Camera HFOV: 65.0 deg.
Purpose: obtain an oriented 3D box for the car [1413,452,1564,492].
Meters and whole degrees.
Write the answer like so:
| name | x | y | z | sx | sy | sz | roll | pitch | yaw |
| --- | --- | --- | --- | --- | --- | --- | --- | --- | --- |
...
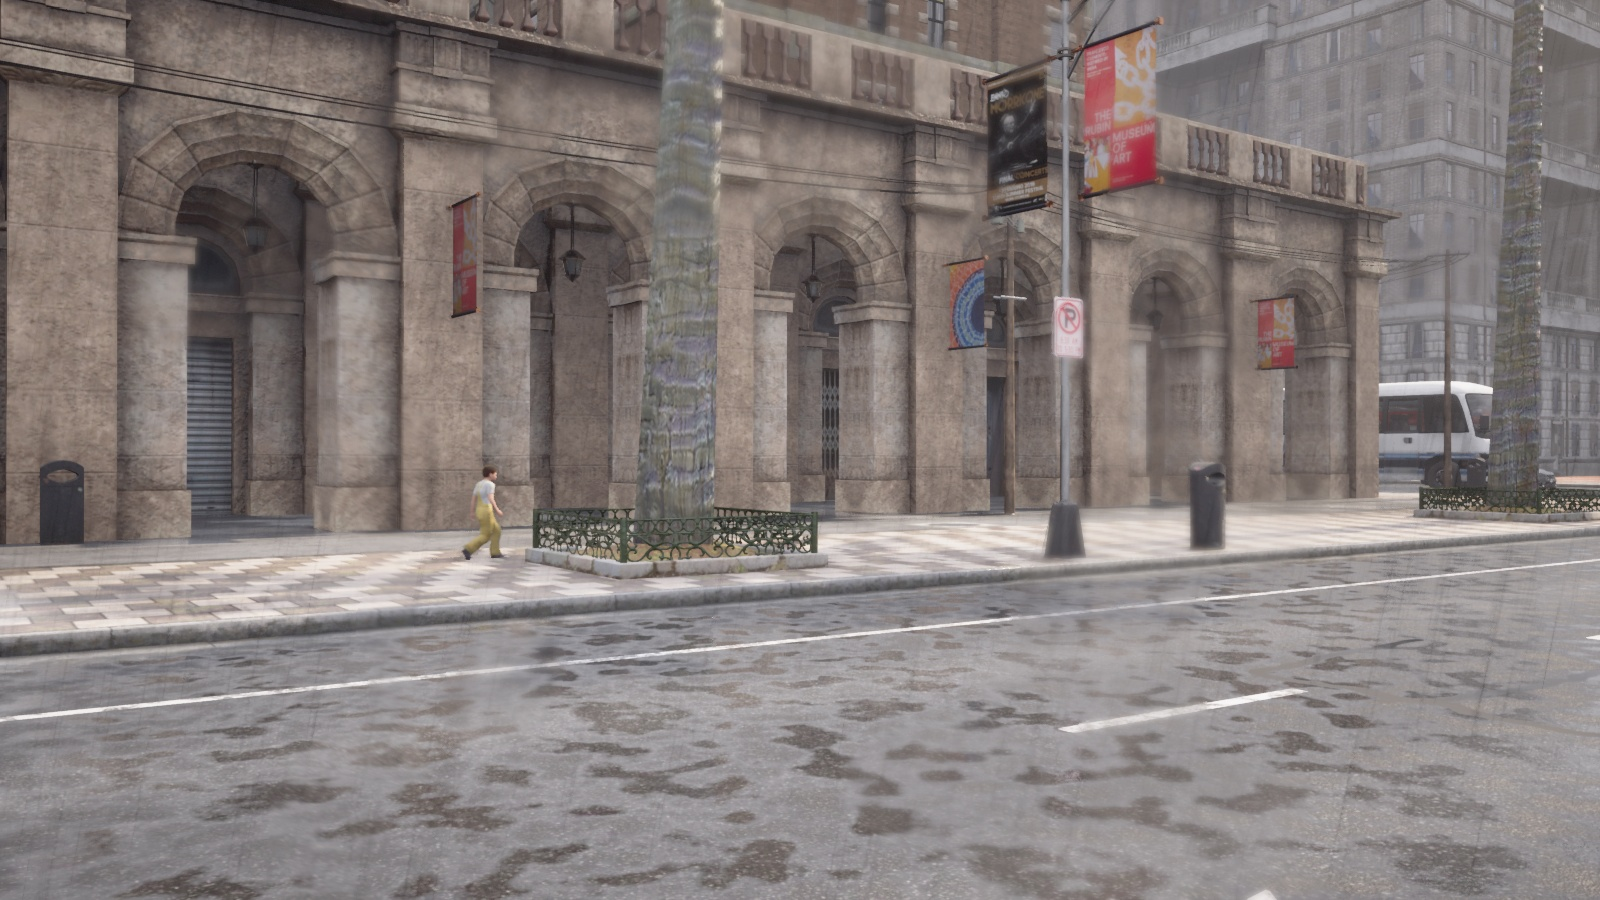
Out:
| name | x | y | z | sx | sy | sz | roll | pitch | yaw |
| --- | --- | --- | --- | --- | --- | --- | --- | --- | --- |
| car | 26.913 | 0.813 | 49.256 | 1.837 | 1.490 | 4.892 | 0 | 0 | -34 |

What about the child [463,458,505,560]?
| name | x | y | z | sx | sy | sz | roll | pitch | yaw |
| --- | --- | --- | --- | --- | --- | --- | --- | --- | --- |
| child | -3.961 | 0.728 | 15.723 | 0.437 | 1.263 | 0.270 | 0 | 0 | -36 |

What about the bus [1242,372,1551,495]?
| name | x | y | z | sx | sy | sz | roll | pitch | yaw |
| --- | --- | --- | --- | --- | --- | --- | --- | --- | --- |
| bus | 22.863 | -0.560 | 48.917 | 3.944 | 4.253 | 10.273 | 0 | 0 | -35 |
